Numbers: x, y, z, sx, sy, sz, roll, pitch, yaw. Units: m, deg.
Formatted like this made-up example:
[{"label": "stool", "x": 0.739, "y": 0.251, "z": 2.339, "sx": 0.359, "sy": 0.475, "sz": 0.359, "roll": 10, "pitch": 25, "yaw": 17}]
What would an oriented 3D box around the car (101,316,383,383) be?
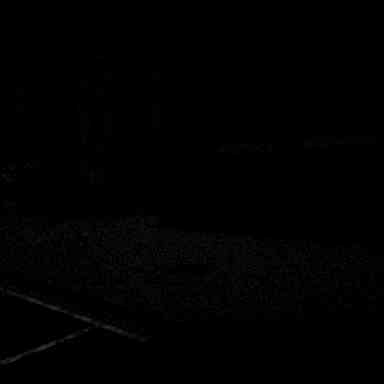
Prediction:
[{"label": "car", "x": 1.299, "y": 1.545, "z": 2.034, "sx": 4.507, "sy": 1.381, "sz": 1.887, "roll": 0, "pitch": 0, "yaw": 36}]
